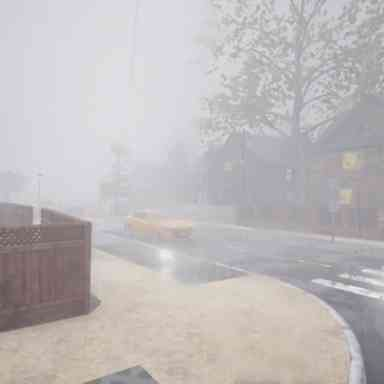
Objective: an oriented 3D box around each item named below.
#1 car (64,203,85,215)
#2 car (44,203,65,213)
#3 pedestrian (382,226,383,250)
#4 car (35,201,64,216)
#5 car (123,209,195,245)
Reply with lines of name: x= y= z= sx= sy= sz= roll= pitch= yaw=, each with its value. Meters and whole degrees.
car: x=-14.427 y=2.054 z=40.335 sx=1.812 sy=1.442 sz=4.674 roll=2 pitch=-2 yaw=-34
car: x=-20.049 y=2.256 z=48.440 sx=1.895 sy=1.301 sz=4.718 roll=2 pitch=-2 yaw=-34
pedestrian: x=7.746 y=1.348 z=13.248 sx=0.375 sy=1.860 sz=0.375 roll=1 pitch=-1 yaw=-34
car: x=-16.972 y=1.815 z=39.025 sx=2.097 sy=1.767 sz=4.553 roll=2 pitch=-2 yaw=-34
car: x=-1.773 y=1.629 z=16.758 sx=1.882 sy=1.535 sz=5.008 roll=2 pitch=-2 yaw=-34
